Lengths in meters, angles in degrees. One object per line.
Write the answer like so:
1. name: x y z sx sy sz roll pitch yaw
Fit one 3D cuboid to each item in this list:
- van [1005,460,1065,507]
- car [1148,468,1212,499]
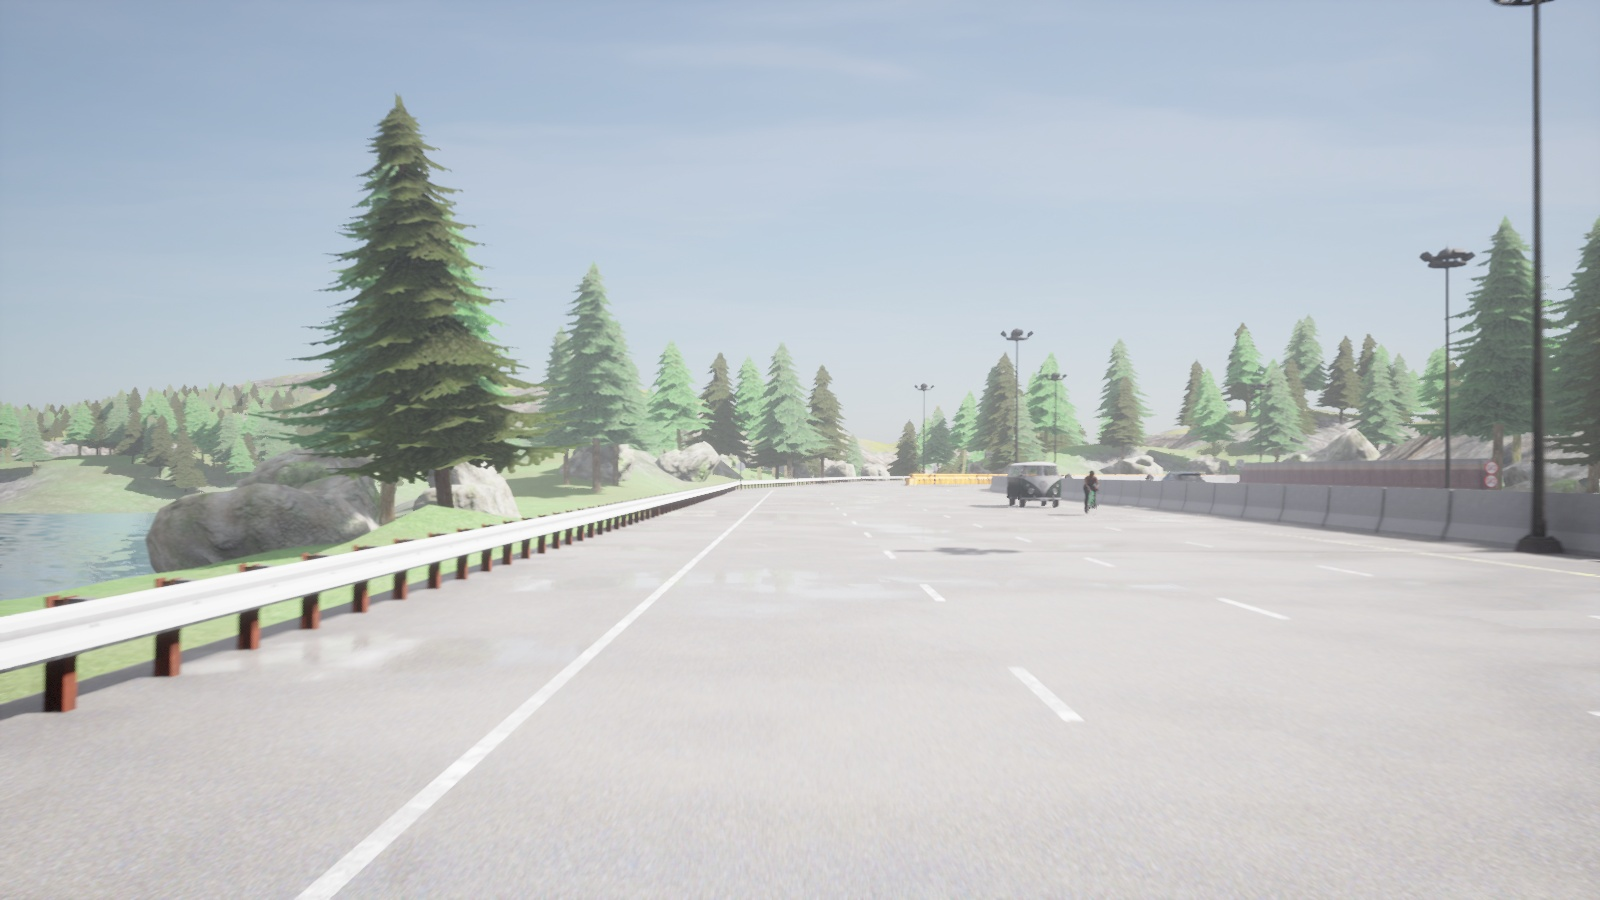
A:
1. van: 10.332 1.453 55.568 1.775 1.987 4.442 0 -1 0
2. car: 20.765 1.809 68.864 2.033 1.649 4.856 0 -1 0
